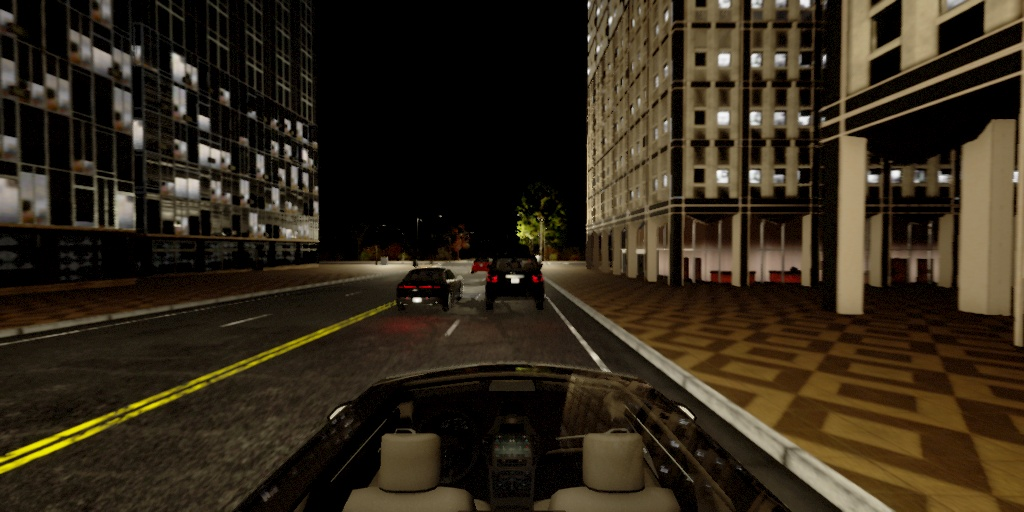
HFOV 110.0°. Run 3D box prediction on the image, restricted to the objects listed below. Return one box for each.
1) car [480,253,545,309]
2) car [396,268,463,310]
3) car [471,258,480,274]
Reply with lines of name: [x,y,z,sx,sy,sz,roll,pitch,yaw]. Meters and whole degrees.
car: [0.104,0.922,14.803,2.150,2.045,5.566,0,0,0]
car: [-3.147,1.208,14.336,1.837,1.490,4.892,0,0,0]
car: [-3.140,0.955,38.677,2.097,1.767,4.553,0,0,0]
